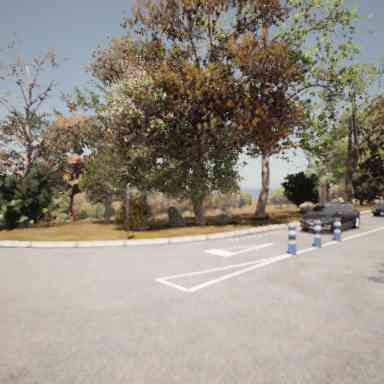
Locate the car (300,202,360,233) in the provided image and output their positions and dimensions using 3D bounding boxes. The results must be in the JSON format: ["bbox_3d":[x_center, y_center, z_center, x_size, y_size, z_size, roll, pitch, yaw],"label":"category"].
[{"bbox_3d":[7.778,1.352,18.543,1.837,1.490,4.892,0,1,45],"label":"car"}]

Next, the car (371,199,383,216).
[{"bbox_3d":[16.428,1.224,27.270,2.033,1.411,5.357,0,1,45],"label":"car"}]
